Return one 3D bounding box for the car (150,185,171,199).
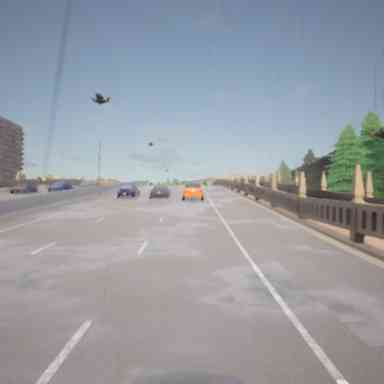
[{"bbox_3d":[-3.393,-0.079,36.063,1.994,1.385,4.181,0,3,0],"label":"car"}]

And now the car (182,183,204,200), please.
[{"bbox_3d":[0.102,-0.200,34.460,2.097,1.767,4.553,0,3,0],"label":"car"}]

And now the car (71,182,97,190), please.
[{"bbox_3d":[-14.061,-0.603,44.502,1.812,1.442,4.674,0,3,0],"label":"car"}]

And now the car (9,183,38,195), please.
[{"bbox_3d":[-21.064,-0.403,41.710,1.994,1.385,4.181,0,3,0],"label":"car"}]

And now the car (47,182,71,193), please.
[{"bbox_3d":[-17.560,-0.647,44.429,1.882,1.535,5.008,0,3,0],"label":"car"}]

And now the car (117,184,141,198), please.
[{"bbox_3d":[-6.892,-0.133,36.332,1.812,1.442,4.674,0,3,0],"label":"car"}]
